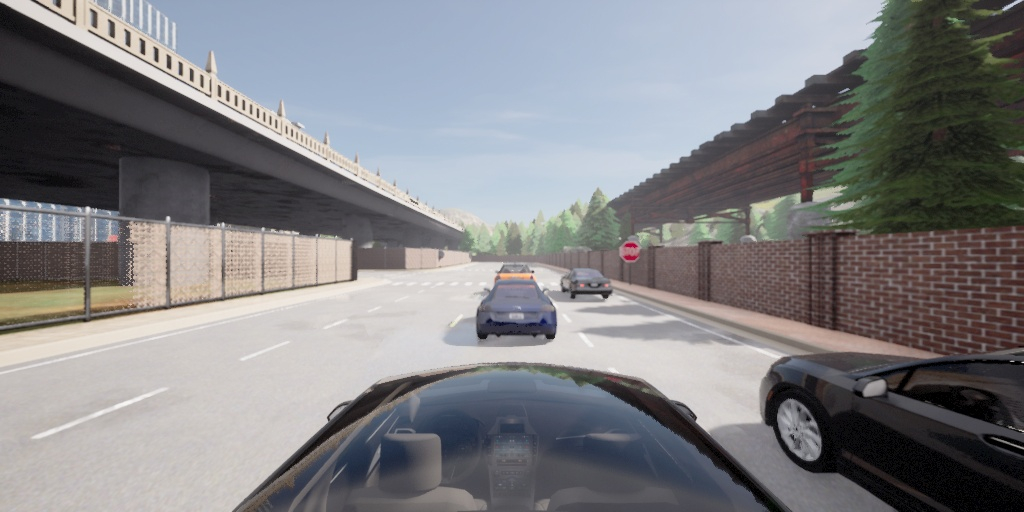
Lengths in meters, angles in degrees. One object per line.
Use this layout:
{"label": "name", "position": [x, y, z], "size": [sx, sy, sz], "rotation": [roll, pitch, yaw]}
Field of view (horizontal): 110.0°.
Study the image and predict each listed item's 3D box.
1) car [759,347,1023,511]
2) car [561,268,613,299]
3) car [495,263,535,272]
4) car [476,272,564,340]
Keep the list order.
{"label": "car", "position": [3.591, 1.255, 1.903], "size": [1.837, 1.490, 4.892], "rotation": [0, 0, 0]}
{"label": "car", "position": [3.650, 1.330, 18.372], "size": [2.033, 1.411, 5.357], "rotation": [0, 0, 0]}
{"label": "car", "position": [0.152, 1.136, 18.798], "size": [2.097, 1.767, 4.553], "rotation": [0, 0, 0]}
{"label": "car", "position": [0.119, 1.330, 10.081], "size": [1.994, 1.385, 4.181], "rotation": [0, 0, 1]}
